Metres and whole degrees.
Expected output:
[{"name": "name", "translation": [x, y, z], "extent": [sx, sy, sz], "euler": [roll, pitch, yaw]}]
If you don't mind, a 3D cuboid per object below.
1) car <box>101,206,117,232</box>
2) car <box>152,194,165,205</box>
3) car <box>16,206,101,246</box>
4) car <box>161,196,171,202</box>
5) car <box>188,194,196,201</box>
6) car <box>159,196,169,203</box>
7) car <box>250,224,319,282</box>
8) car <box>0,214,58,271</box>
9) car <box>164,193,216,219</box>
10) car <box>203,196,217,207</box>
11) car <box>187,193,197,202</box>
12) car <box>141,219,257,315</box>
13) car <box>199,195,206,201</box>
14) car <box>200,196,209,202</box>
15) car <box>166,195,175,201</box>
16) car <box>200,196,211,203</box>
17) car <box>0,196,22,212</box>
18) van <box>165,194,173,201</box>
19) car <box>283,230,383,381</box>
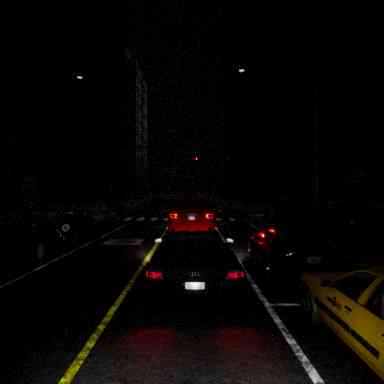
[{"name": "car", "translation": [-5.777, 1.527, 20.281], "extent": [1.752, 1.417, 4.829], "euler": [0, 0, 0]}, {"name": "car", "translation": [-5.802, 1.330, 57.859], "extent": [2.192, 1.841, 5.009], "euler": [0, 0, 0]}, {"name": "car", "translation": [-5.774, 1.441, 14.994], "extent": [1.967, 1.590, 4.097], "euler": [0, 0, 0]}, {"name": "car", "translation": [-5.812, 1.549, 74.001], "extent": [1.752, 1.417, 4.829], "euler": [0, 0, 0]}, {"name": "car", "translation": [-0.059, 1.390, 88.968], "extent": [2.097, 1.767, 4.553], "euler": [0, 0, 0]}, {"name": "car", "translation": [-5.809, 1.603, 68.733], "extent": [1.802, 1.307, 4.206], "euler": [0, 0, 0]}, {"name": "car", "translation": [2.755, 1.566, 9.544], "extent": [1.947, 1.339, 4.313], "euler": [0, 0, 0]}, {"name": "car", "translation": [-5.771, 1.545, 9.537], "extent": [1.887, 1.381, 4.507], "euler": [0, 0, 0]}, {"name": "car", "translation": [-0.008, 1.223, 17.091], "extent": [2.150, 2.045, 5.566], "euler": [0, 0, 0]}, {"name": "car", "translation": [2.727, 1.452, 52.426], "extent": [1.967, 1.590, 4.097], "euler": [0, 0, 0]}, {"name": "car", "translation": [-0.052, 1.252, 78.353], "extent": [2.150, 2.045, 5.566], "euler": [0, 0, 0]}, {"name": "car", "translation": [0.054, 1.564, 7.670], "extent": [1.994, 1.385, 4.181], "euler": [0, 0, 0]}, {"name": "car", "translation": [2.706, 1.557, 85.222], "extent": [1.752, 1.417, 4.829], "euler": [0, 0, 0]}, {"name": "car", "translation": [2.713, 1.569, 74.177], "extent": [1.887, 1.381, 4.507], "euler": [0, 0, 0]}, {"name": "car", "translation": [-5.823, 1.586, 90.484], "extent": [2.008, 1.369, 4.403], "euler": [0, 0, 0]}, {"name": "car", "translation": [2.716, 1.571, 68.739], "extent": [2.008, 1.369, 4.403], "euler": [0, 0, 0]}, {"name": "car", "translation": [-17.940, 1.172, 31.902], "extent": [4.902, 1.511, 2.128], "euler": [1, 0, 0]}, {"name": "van", "translation": [-5.820, 1.372, 85.046], "extent": [1.690, 1.788, 3.998], "euler": [0, 0, 0]}, {"name": "car", "translation": [2.758, 1.525, 4.257], "extent": [1.752, 1.417, 4.829], "euler": [0, 0, 0]}]
